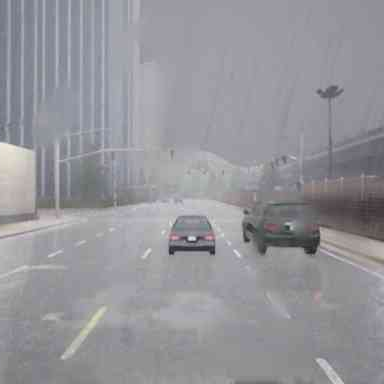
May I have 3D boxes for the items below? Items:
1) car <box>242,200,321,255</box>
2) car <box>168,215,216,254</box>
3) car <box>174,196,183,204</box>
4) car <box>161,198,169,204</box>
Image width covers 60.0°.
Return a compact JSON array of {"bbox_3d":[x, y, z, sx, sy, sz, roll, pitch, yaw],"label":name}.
[{"bbox_3d":[3.502,1.349,14.024,2.150,2.045,5.566,0,0,0],"label":"car"},{"bbox_3d":[0.002,1.679,13.992,2.033,1.411,5.357,0,-1,0],"label":"car"},{"bbox_3d":[-3.491,2.037,86.785,2.150,2.045,5.566,0,-1,0],"label":"car"},{"bbox_3d":[-6.991,2.312,86.812,1.837,1.490,4.892,0,-1,0],"label":"car"}]
